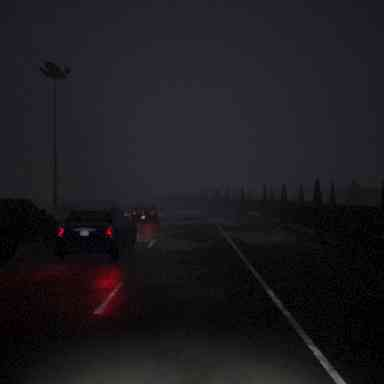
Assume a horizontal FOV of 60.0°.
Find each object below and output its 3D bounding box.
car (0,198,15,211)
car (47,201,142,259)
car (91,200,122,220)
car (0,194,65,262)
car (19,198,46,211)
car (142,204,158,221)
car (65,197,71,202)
[{"bbox_3d":[-23.748,1.494,41.590,1.837,1.490,4.892,0,0,-14],"label":"car"},{"bbox_3d":[-3.433,1.348,12.789,2.097,1.767,4.553,0,0,0],"label":"car"},{"bbox_3d":[-7.419,1.517,29.262,1.812,1.442,4.674,0,0,-4],"label":"car"},{"bbox_3d":[-6.936,1.220,12.237,2.150,2.045,5.566,0,0,0],"label":"car"},{"bbox_3d":[-20.317,1.535,42.516,2.033,1.411,5.357,0,0,-13],"label":"car"},{"bbox_3d":[-3.743,1.593,26.844,1.895,1.301,4.718,0,0,-3],"label":"car"},{"bbox_3d":[-17.291,1.478,44.553,2.128,1.511,4.902,0,0,-14],"label":"car"}]
